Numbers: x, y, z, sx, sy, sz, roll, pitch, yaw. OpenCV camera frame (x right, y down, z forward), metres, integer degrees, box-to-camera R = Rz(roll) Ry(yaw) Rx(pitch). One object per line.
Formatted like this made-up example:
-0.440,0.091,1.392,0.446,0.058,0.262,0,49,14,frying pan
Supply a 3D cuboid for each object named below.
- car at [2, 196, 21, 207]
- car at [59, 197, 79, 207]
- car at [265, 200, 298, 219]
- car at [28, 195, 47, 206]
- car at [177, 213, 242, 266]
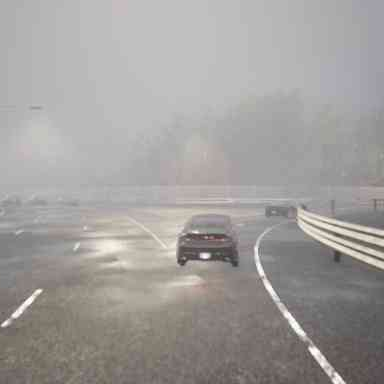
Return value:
-27.967,1.326,51.539,2.097,1.767,4.553,0,0,-36,car
-18.736,1.520,50.661,2.033,1.411,5.357,0,0,-33,car
7.980,1.461,28.803,1.882,1.535,5.008,-1,0,34,car
-24.678,1.328,52.954,2.097,1.767,4.553,0,0,-36,car
0.703,1.498,11.532,1.837,1.490,4.892,-1,0,8,car
